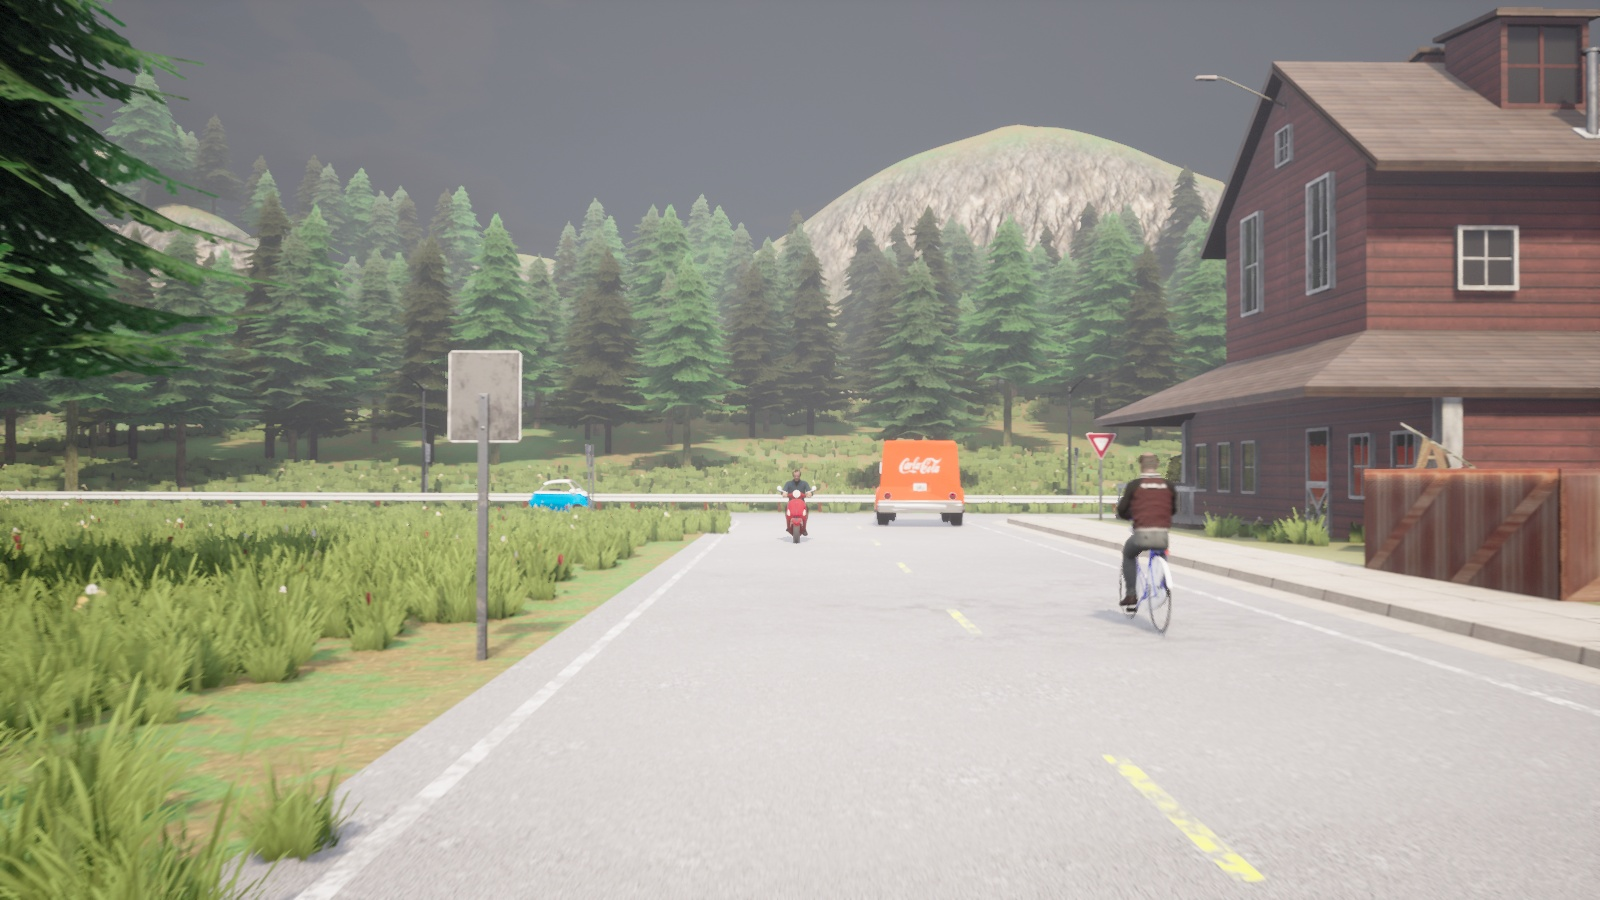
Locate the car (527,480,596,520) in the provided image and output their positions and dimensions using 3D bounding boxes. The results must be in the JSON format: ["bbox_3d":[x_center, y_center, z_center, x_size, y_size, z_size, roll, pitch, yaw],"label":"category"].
[{"bbox_3d":[-8.553,1.800,45.196,2.207,1.376,1.481,-1,-1,0],"label":"car"}]

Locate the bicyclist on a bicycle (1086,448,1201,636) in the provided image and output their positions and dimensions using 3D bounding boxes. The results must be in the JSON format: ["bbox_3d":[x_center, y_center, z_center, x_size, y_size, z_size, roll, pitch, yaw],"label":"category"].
[{"bbox_3d":[3.468,0.886,12.834,0.659,1.776,1.843,0,-1,0],"label":"bicyclist on a bicycle"}]

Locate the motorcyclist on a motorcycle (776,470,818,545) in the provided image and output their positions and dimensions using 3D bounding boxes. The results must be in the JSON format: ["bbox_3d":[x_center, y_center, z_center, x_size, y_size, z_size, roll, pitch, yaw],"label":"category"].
[{"bbox_3d":[-0.065,1.228,27.462,0.866,1.590,1.817,0,-1,0],"label":"motorcyclist on a motorcycle"}]

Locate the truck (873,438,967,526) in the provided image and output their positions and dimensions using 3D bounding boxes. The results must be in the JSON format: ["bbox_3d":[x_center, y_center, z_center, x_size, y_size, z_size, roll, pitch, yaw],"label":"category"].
[{"bbox_3d":[3.609,0.950,37.987,2.627,2.467,5.204,0,-1,5],"label":"truck"}]
